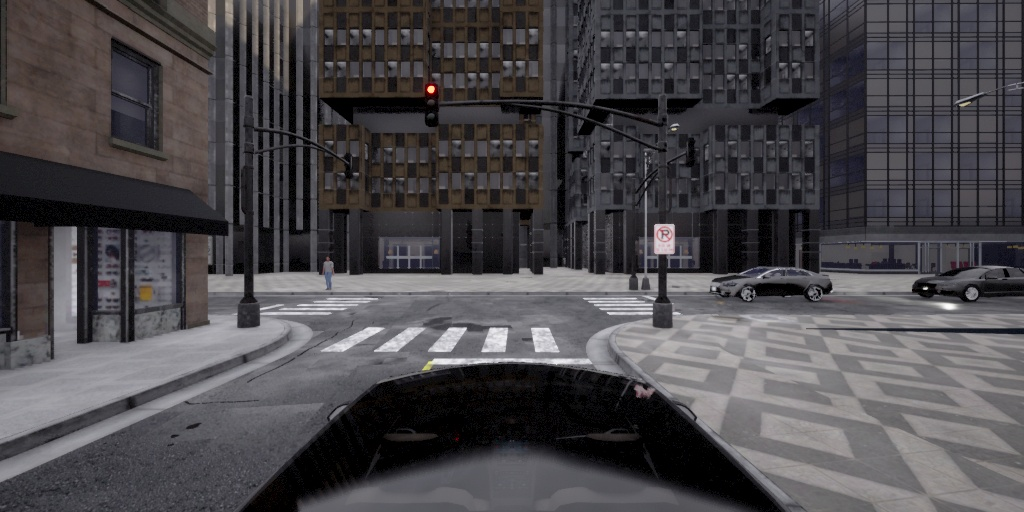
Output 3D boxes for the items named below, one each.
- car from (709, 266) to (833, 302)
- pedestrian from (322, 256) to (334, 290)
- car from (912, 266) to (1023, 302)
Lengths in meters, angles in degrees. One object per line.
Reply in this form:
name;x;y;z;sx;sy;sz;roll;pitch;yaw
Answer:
car;11.635;1.222;16.289;4.902;1.511;2.128;0;0;0
pedestrian;-9.927;0.902;19.470;0.375;1.860;0.375;0;0;0
car;21.155;1.223;16.221;4.892;1.490;1.837;0;0;1
